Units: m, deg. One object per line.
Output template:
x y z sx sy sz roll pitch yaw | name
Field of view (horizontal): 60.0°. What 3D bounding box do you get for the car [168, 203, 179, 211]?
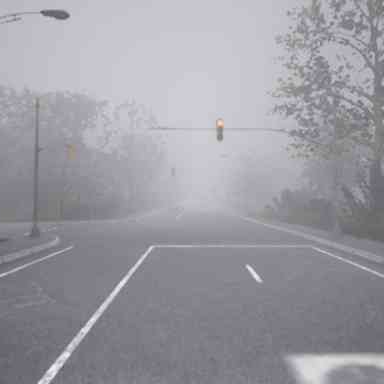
-3.401 2.723 61.875 2.128 1.511 4.902 0 0 0 | car
